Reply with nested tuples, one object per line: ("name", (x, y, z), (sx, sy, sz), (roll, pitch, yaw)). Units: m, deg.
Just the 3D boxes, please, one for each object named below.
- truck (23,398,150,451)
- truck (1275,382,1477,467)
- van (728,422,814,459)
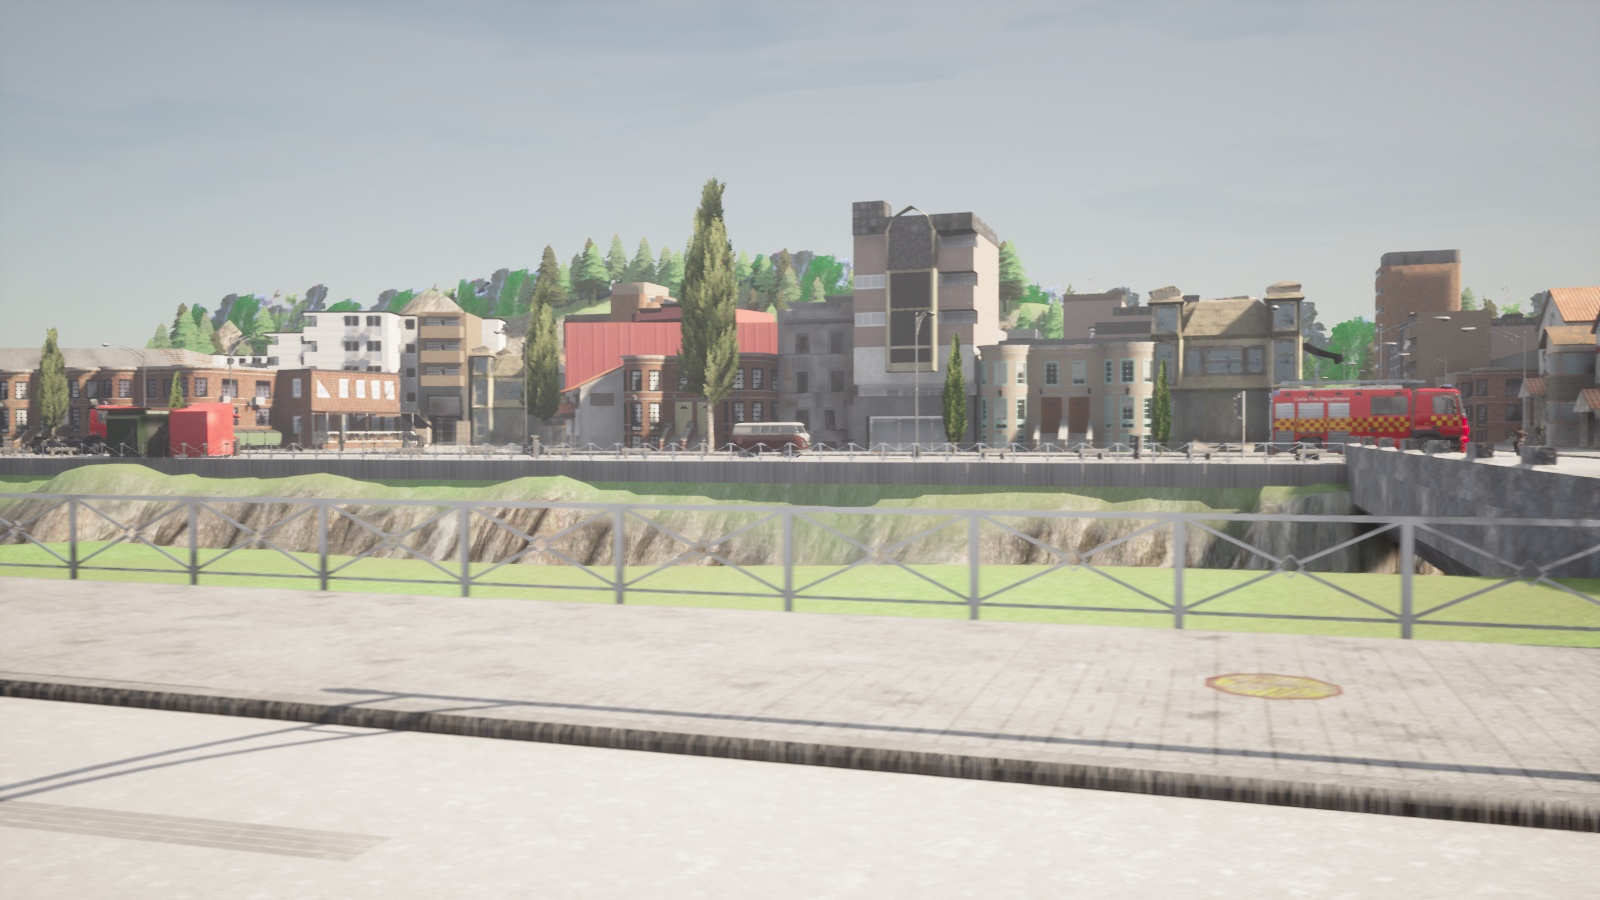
("truck", (-48.268, -1.706, 84.968), (7.936, 3.462, 2.891), (1, 1, 19))
("truck", (27.032, -1.197, 59.457), (8.468, 3.827, 2.891), (1, 1, 21))
("van", (-1.594, -0.545, 69.342), (4.442, 1.987, 1.775), (1, 1, 19))
